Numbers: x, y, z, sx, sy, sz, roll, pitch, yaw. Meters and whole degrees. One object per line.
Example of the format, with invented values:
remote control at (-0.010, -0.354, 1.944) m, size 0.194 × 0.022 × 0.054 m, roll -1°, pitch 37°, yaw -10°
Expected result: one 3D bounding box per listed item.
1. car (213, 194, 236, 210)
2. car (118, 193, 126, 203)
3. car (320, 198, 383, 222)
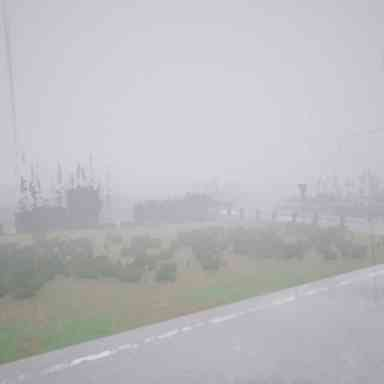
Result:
car at (1.878, 0.857, 31.921) m, size 2.033 × 1.411 × 5.357 m, roll 0°, pitch 2°, yaw -33°
car at (-10.830, 0.869, 50.893) m, size 2.097 × 1.767 × 4.553 m, roll 0°, pitch -2°, yaw -35°
car at (11.588, 1.181, 23.813) m, size 2.128 × 1.511 × 4.902 m, roll 0°, pitch 2°, yaw -33°
